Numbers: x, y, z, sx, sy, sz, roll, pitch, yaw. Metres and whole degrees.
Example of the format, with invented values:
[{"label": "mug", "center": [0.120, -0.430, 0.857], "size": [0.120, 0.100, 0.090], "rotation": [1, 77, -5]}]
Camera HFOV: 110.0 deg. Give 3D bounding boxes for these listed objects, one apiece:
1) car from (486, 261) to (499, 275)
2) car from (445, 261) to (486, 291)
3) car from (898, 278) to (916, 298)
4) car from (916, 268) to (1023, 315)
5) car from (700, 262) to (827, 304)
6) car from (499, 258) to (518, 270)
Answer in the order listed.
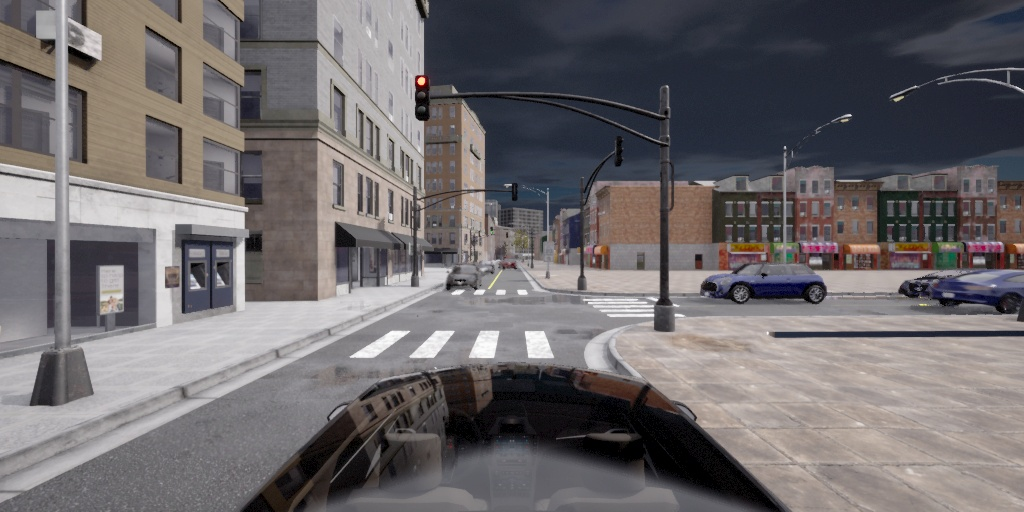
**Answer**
[{"label": "car", "center": [-2.881, 1.250, 39.107], "size": [2.128, 1.511, 4.902], "rotation": [0, 0, 0]}, {"label": "car", "center": [-2.875, 1.257, 22.194], "size": [1.837, 1.490, 4.892], "rotation": [0, 0, 0]}, {"label": "car", "center": [19.665, 1.233, 15.625], "size": [4.181, 1.385, 1.994], "rotation": [0, 0, -1]}, {"label": "car", "center": [17.763, 1.210, 12.698], "size": [4.674, 1.442, 1.812], "rotation": [0, 0, 0]}, {"label": "car", "center": [10.743, 1.054, 15.597], "size": [4.553, 1.767, 2.097], "rotation": [0, 0, 1]}, {"label": "car", "center": [-0.885, 1.119, 54.936], "size": [2.097, 1.767, 4.553], "rotation": [0, 0, -13]}]
